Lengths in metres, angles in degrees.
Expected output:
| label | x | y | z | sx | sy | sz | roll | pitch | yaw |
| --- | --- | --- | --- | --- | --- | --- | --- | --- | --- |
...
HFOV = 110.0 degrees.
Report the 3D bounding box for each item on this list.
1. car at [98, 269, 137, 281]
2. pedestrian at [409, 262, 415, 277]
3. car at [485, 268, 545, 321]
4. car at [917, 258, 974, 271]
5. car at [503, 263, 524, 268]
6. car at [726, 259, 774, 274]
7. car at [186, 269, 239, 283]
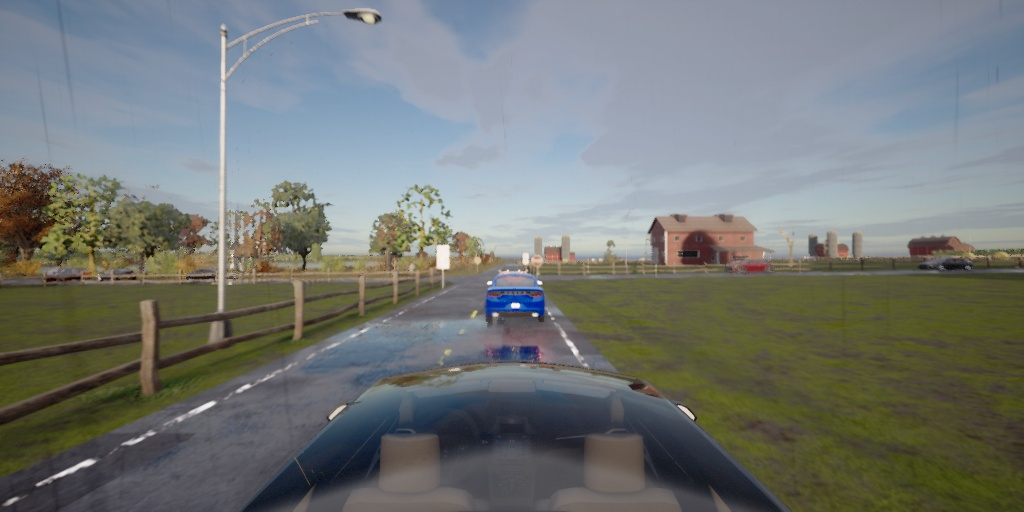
| label | x | y | z | sx | sy | sz | roll | pitch | yaw |
| --- | --- | --- | --- | --- | --- | --- | --- | --- | --- |
| car | -47.936 | 2.330 | 43.569 | 4.892 | 1.490 | 1.837 | -1 | -1 | 19 |
| pedestrian | -12.164 | 1.624 | 43.753 | 0.375 | 1.860 | 0.375 | 0 | 1 | 0 |
| car | 0.099 | 1.350 | 12.986 | 1.882 | 1.535 | 5.008 | 0 | -1 | 0 |
| car | 48.515 | 0.933 | 40.178 | 4.892 | 1.490 | 1.837 | 0 | 0 | 1 |
| car | 0.098 | 1.357 | 24.962 | 2.097 | 1.767 | 4.553 | 0 | 0 | 0 |
| car | 26.687 | 1.107 | 40.433 | 4.553 | 1.767 | 2.097 | -1 | 0 | 0 |
| car | -31.788 | 2.083 | 38.139 | 4.892 | 1.490 | 1.837 | -1 | 0 | 3 |
